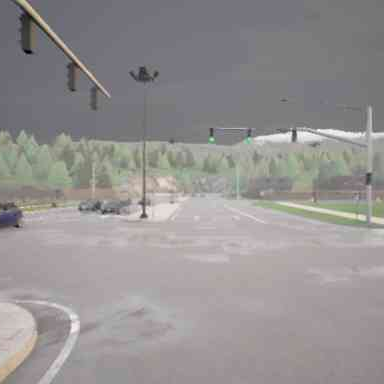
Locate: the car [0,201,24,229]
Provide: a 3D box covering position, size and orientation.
[{"bbox_3d":[-11.419,1.348,18.637,2.097,1.767,4.553,0,0,0],"label":"car"}]

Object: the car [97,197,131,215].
[{"bbox_3d":[-7.931,1.512,34.151,1.837,1.490,4.892,0,0,0],"label":"car"}]

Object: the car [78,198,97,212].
[{"bbox_3d":[-11.405,1.496,37.775,2.128,1.511,4.902,0,0,1],"label":"car"}]

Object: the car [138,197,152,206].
[{"bbox_3d":[-7.751,1.581,55.268,1.994,1.385,4.181,0,0,1],"label":"car"}]

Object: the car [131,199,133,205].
[{"bbox_3d":[-11.233,1.560,56.384,1.812,1.442,4.674,0,0,0],"label":"car"}]
